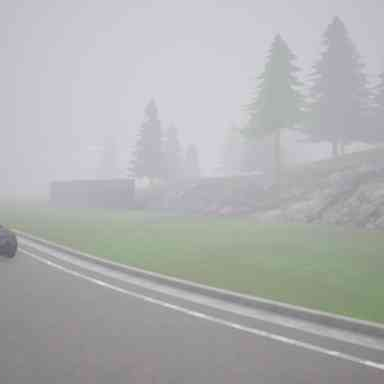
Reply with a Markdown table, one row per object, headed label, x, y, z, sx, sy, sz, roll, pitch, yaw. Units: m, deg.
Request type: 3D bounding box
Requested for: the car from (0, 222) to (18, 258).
| label | x | y | z | sx | sy | sz | roll | pitch | yaw |
| --- | --- | --- | --- | --- | --- | --- | --- | --- | --- |
| car | -7.505 | 1.424 | 11.283 | 1.994 | 1.385 | 4.181 | 0 | 1 | -44 |
